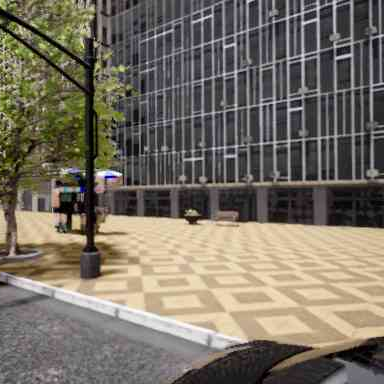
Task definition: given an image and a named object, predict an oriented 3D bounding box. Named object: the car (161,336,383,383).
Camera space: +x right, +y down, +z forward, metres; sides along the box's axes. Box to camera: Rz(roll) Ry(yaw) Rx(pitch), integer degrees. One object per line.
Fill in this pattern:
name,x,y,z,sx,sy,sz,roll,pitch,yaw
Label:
car,1.562,1.564,1.766,4.313,1.339,1.947,0,0,36
